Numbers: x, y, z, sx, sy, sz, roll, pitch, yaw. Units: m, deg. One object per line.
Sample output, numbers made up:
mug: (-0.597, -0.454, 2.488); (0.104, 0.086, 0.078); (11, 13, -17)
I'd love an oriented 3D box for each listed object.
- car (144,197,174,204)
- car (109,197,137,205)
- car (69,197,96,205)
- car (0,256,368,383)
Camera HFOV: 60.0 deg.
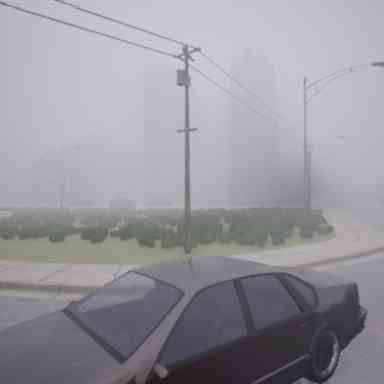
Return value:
car: (-5.033, 1.531, 51.033); (4.674, 1.442, 1.812); (-1, 0, 17)
car: (-9.088, 1.527, 44.112); (2.242, 1.667, 4.611); (0, 0, 17)
car: (-18.214, 1.616, 55.051); (4.674, 1.442, 1.812); (-1, 0, 17)
car: (-0.010, 1.549, 3.805); (5.357, 1.411, 2.033); (0, 0, -38)
